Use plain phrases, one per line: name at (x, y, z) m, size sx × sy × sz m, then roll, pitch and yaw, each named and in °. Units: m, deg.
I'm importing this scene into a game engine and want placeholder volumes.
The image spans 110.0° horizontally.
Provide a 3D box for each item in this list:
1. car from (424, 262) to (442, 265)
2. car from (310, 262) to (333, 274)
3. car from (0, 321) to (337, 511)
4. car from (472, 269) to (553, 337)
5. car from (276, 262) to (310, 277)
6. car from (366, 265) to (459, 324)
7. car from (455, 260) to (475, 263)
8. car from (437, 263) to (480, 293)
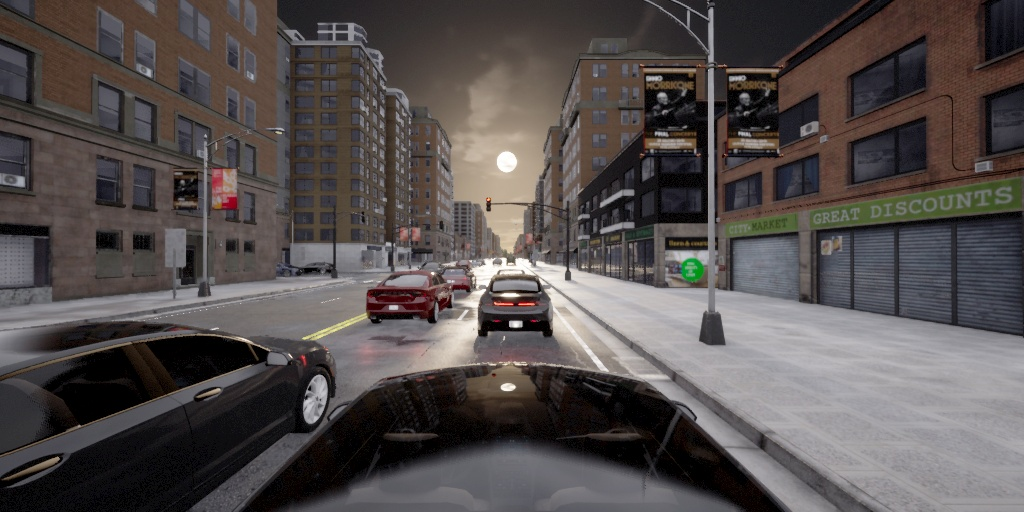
car at (-6.679, 1.261, 29.959) m, size 1.837 × 1.490 × 4.892 m, roll 0°, pitch 0°, yaw 0°
car at (-22.256, 1.347, 40.704) m, size 4.313 × 1.339 × 1.948 m, roll 0°, pitch 0°, yaw 0°
car at (-3.152, 1.255, 2.648) m, size 1.837 × 1.490 × 4.892 m, roll 0°, pitch 0°, yaw 0°
car at (0.077, 1.256, 10.329) m, size 1.837 × 1.490 × 4.892 m, roll 0°, pitch 0°, yaw 0°
car at (-22.726, 1.316, 35.224) m, size 4.181 × 1.385 × 1.994 m, roll 0°, pitch 0°, yaw 0°
car at (-3.179, 1.229, 12.083) m, size 1.882 × 1.535 × 5.008 m, roll 0°, pitch 0°, yaw 0°
car at (-6.732, 1.246, 49.644) m, size 1.882 × 1.535 × 5.008 m, roll 0°, pitch 0°, yaw 0°
car at (-3.199, 1.317, 20.977) m, size 1.994 × 1.385 × 4.181 m, roll 0°, pitch 0°, yaw -1°
